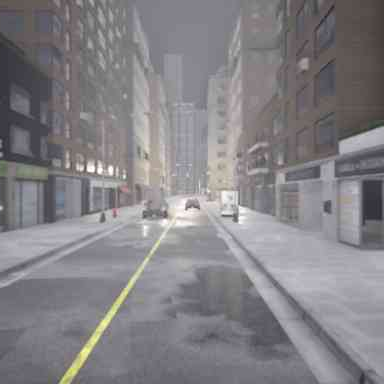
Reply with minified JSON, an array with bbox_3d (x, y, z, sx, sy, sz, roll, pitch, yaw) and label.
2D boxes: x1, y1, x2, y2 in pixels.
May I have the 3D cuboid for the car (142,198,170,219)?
[{"bbox_3d":[-3.076,1.352,29.264,2.097,1.767,4.553,0,0,0],"label":"car"}]

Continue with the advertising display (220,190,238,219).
[{"bbox_3d":[3.152,1.025,28.239,1.540,2.440,0.280,0,0,0],"label":"advertising display"}]

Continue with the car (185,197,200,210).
[{"bbox_3d":[0.085,1.596,43.264,1.895,1.301,4.718,0,0,0],"label":"car"}]

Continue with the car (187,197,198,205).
[{"bbox_3d":[0.035,1.581,59.270,1.895,1.301,4.718,0,0,0],"label":"car"}]
